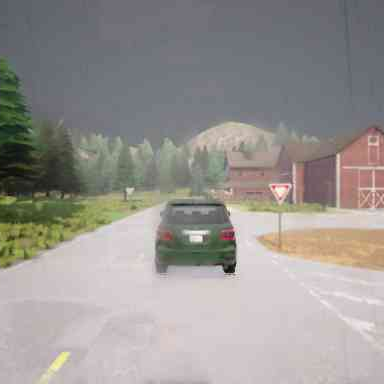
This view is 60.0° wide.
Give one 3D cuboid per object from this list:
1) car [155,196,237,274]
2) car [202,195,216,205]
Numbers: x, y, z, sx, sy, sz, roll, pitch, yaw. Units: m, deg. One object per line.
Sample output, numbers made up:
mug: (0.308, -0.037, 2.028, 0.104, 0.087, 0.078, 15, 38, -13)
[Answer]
car: (0.102, 1.211, 10.617, 2.150, 2.045, 5.566, 0, 0, 0)
car: (2.974, 1.399, 58.631, 1.816, 1.474, 4.193, -6, 0, -2)
